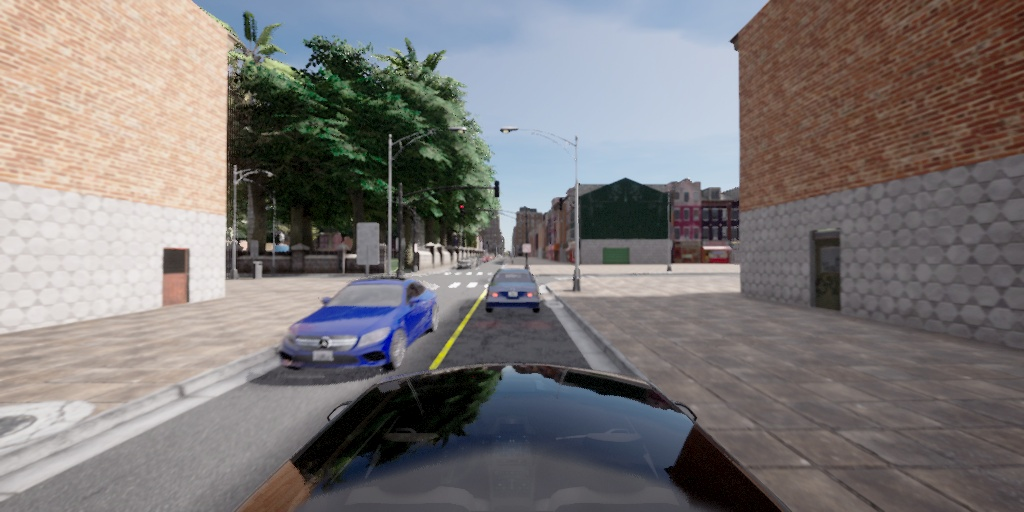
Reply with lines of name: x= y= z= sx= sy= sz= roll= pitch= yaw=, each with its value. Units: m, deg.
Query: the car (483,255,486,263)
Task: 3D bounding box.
car: x=-5.526 y=0.729 z=55.076 sx=1.948 sy=1.339 sz=4.313 roll=0 pitch=0 yaw=0

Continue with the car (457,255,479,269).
car: x=-5.470 y=0.842 z=42.491 sx=2.007 sy=1.370 sz=4.403 roll=0 pitch=0 yaw=0

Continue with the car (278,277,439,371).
car: x=-2.812 y=1.206 z=7.685 sx=1.812 sy=1.442 sz=4.674 roll=0 pitch=1 yaw=0

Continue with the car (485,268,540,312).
car: x=0.037 y=1.162 z=13.336 sx=2.033 sy=1.411 sz=5.357 roll=0 pitch=1 yaw=1

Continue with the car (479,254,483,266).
car: x=-5.490 y=0.768 z=49.626 sx=2.007 sy=1.370 sz=4.403 roll=0 pitch=0 yaw=0
